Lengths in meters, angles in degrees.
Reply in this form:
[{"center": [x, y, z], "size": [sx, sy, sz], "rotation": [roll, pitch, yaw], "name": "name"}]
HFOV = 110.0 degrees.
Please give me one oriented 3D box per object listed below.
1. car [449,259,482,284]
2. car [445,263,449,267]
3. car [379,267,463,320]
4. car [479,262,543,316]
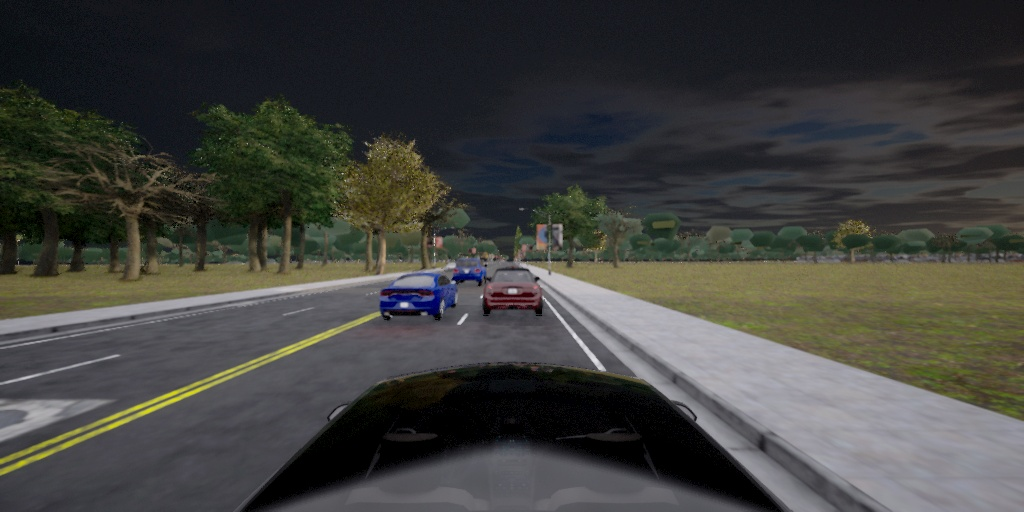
[{"center": [-3.209, 1.219, 28.150], "size": [2.150, 2.045, 5.566], "rotation": [0, 0, 1], "name": "car"}, {"center": [-9.781, 1.821, 58.623], "size": [1.812, 1.442, 4.674], "rotation": [0, -1, 1], "name": "car"}, {"center": [-3.212, 1.334, 13.226], "size": [1.882, 1.535, 5.008], "rotation": [0, 0, 0], "name": "car"}, {"center": [0.048, 1.217, 14.159], "size": [2.097, 1.767, 4.553], "rotation": [0, -1, 1], "name": "car"}]
